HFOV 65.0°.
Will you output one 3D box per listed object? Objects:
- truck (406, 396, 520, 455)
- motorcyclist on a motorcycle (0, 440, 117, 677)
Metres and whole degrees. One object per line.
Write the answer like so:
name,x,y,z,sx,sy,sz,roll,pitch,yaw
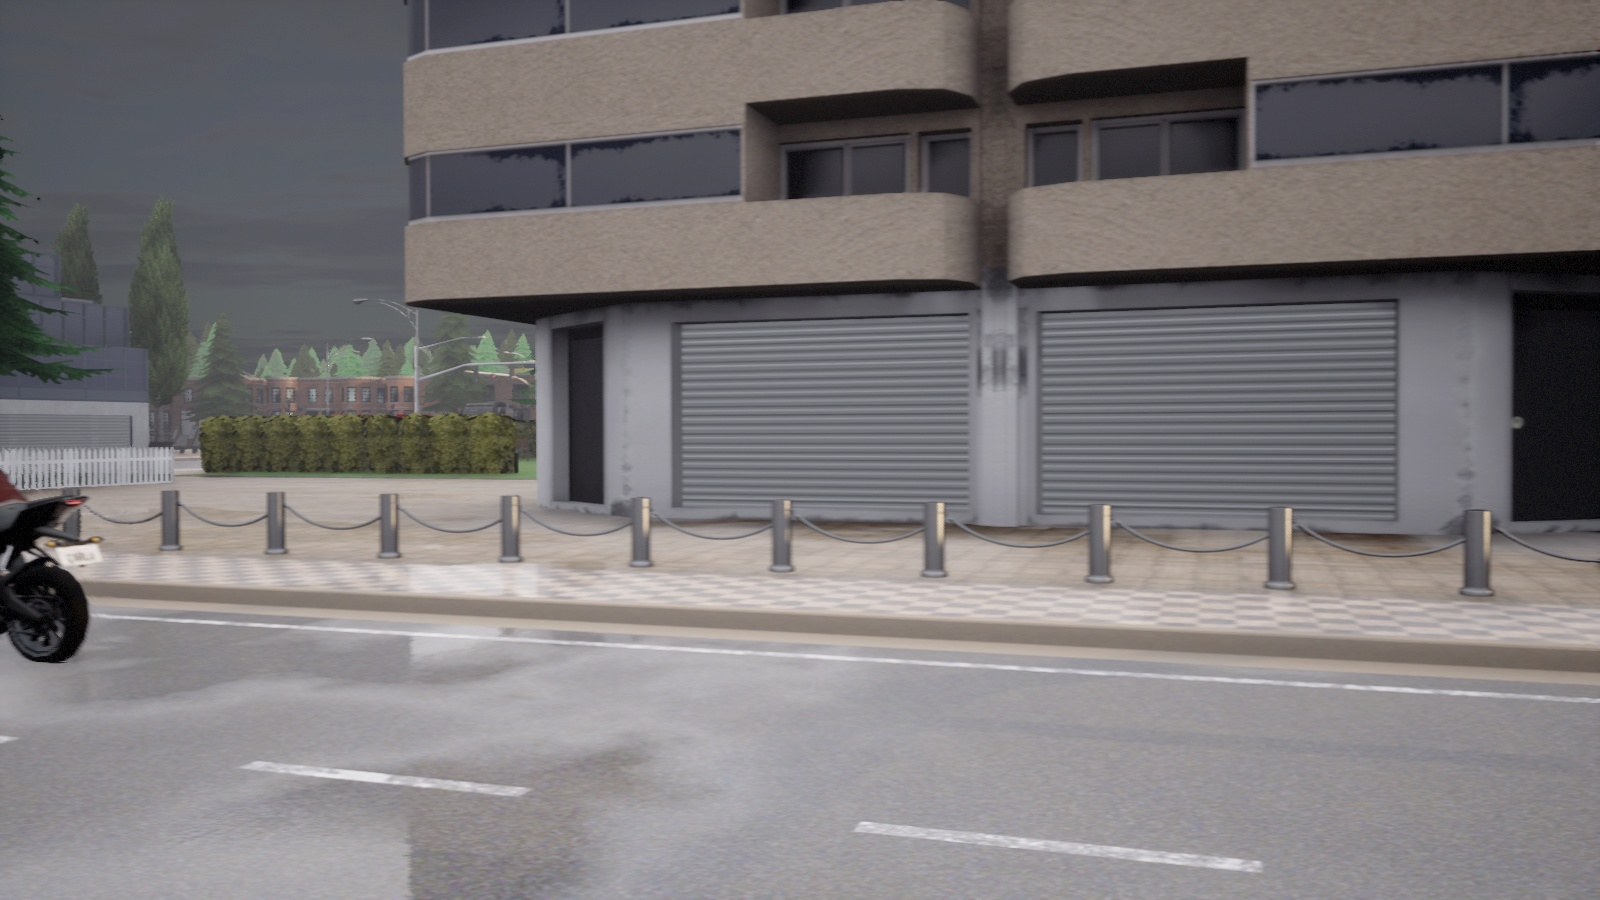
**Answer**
truck,-20.744,-1.481,77.853,2.891,3.462,7.936,1,1,19
motorcyclist on a motorcycle,-6.072,0.696,8.929,2.191,1.530,0.866,1,1,19
